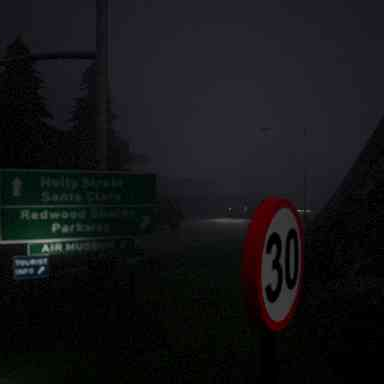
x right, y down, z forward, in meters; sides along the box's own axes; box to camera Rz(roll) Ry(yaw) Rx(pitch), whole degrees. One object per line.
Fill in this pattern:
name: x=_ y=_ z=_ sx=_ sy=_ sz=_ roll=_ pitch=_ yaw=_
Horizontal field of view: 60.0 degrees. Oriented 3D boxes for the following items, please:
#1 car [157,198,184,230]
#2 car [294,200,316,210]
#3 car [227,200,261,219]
car: x=-2.752 y=1.414 z=20.843 sx=2.150 sy=2.045 sz=5.566 roll=0 pitch=0 yaw=36
car: x=15.685 y=1.757 z=46.046 sx=1.994 sy=1.385 sz=4.181 roll=0 pitch=0 yaw=36
car: x=5.240 y=1.544 z=31.829 sx=2.097 sy=1.767 sz=4.553 roll=0 pitch=0 yaw=36
